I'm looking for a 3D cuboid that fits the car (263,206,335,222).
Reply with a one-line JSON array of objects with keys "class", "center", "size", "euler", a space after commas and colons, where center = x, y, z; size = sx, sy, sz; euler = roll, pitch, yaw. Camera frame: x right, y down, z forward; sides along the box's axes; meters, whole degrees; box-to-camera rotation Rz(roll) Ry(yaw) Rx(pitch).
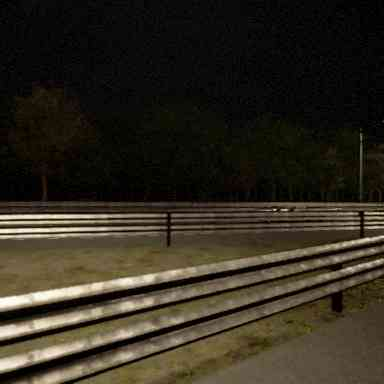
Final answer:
[{"class": "car", "center": [7.040, 1.606, 22.048], "size": [4.718, 1.301, 1.895], "euler": [1, -1, -18]}]
